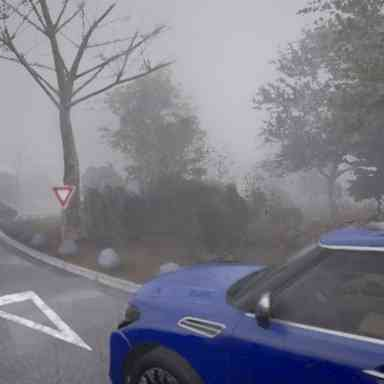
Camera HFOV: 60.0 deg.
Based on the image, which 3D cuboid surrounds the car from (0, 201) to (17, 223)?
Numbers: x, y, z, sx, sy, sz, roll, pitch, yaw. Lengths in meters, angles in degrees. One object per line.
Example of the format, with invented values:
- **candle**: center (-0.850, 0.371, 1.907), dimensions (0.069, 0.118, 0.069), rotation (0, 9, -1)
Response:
- **car**: center (-18.924, 1.912, 31.979), dimensions (2.150, 2.045, 5.566), rotation (-1, -1, -7)

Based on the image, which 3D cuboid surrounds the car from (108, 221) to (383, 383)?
- **car**: center (1.791, 1.229, 2.608), dimensions (5.566, 2.045, 2.150), rotation (0, 0, 36)
